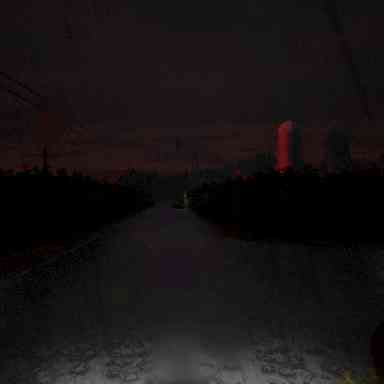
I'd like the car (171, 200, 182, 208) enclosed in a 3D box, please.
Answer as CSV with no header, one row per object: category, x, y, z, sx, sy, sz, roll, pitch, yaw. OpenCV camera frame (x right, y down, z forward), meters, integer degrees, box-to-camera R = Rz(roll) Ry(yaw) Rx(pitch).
car,-3.121,2.357,66.353,2.128,1.511,4.902,0,-1,-3

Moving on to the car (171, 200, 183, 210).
car,-2.376,2.259,54.489,2.033,1.411,5.357,0,-1,-3
